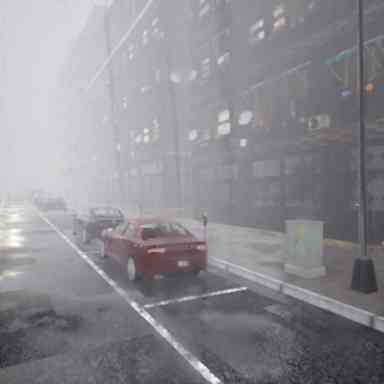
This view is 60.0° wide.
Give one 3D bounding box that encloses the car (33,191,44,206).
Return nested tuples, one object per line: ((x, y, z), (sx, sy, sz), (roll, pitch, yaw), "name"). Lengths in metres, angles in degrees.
((-14.492, 0.881, 33.342), (1.887, 1.381, 4.507), (1, 1, -29), "car")

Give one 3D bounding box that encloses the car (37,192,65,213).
((-11.843, 0.972, 28.489), (1.887, 1.381, 4.507), (1, 1, -29), "car")

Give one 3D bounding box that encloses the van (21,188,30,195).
((-41.020, -0.151, 81.869), (1.690, 1.788, 3.998), (1, 0, -29), "van")

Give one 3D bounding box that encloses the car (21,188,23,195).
((-33.073, 0.318, 67.307), (1.802, 1.307, 4.206), (1, 0, -29), "car")

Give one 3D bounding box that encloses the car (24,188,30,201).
((-22.468, 0.384, 47.887), (2.192, 1.841, 5.009), (1, 0, -29), "car")

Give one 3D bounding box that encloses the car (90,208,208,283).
((-1.244, 1.358, 9.073), (1.887, 1.381, 4.507), (1, 1, -29), "car")

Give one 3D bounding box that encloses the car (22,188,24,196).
((-27.771, 0.339, 57.597), (1.967, 1.590, 4.097), (1, 0, -29), "car")

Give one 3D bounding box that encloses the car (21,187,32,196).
((-38.369, -0.103, 77.014), (2.192, 1.841, 5.009), (1, 0, -29), "car")

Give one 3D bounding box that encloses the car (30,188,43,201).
((-17.134, 0.686, 38.200), (1.967, 1.590, 4.097), (1, 0, -29), "car")

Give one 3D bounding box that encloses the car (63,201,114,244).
((-3.895, 1.265, 13.928), (2.008, 1.369, 4.403), (1, 1, -29), "car")
